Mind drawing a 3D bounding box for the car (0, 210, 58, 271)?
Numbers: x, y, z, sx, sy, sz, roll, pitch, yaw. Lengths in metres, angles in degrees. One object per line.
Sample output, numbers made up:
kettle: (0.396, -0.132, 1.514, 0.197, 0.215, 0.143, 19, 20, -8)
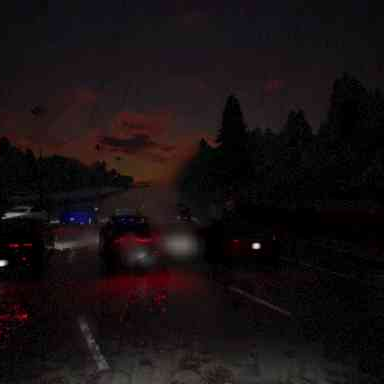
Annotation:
car: (-5.625, 1.584, 10.872, 1.837, 1.490, 4.892, 0, 0, -18)

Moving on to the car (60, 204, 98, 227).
car: (-8.078, 1.611, 24.291, 1.882, 1.535, 5.008, 0, 0, -5)

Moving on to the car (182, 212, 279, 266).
car: (1.324, 1.623, 12.005, 1.994, 1.385, 4.181, 0, 0, -19)

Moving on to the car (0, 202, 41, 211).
car: (-11.503, 1.674, 23.300, 1.812, 1.442, 4.674, 0, 0, -5)

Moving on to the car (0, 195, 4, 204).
car: (-32.022, 1.273, 55.331, 2.097, 1.767, 4.553, 0, 1, -5)

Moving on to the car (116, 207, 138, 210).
car: (-4.457, 1.722, 22.957, 1.895, 1.301, 4.718, 0, 0, -5)

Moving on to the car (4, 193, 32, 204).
car: (-28.539, 1.128, 55.648, 2.150, 2.045, 5.566, 0, 1, -4)

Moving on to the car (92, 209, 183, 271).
car: (-2.115, 1.558, 11.339, 2.128, 1.511, 4.902, 0, 0, -18)

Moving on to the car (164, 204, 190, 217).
car: (-1.094, 1.630, 24.725, 1.812, 1.442, 4.674, 0, 0, -5)

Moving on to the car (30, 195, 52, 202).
car: (-25.078, 1.414, 56.157, 1.812, 1.442, 4.674, 0, 1, -4)
